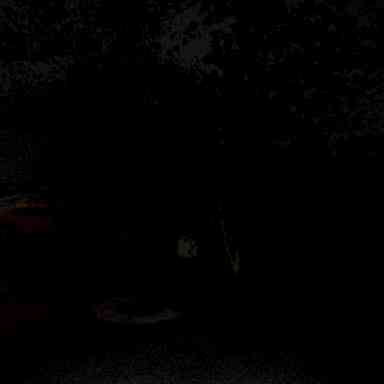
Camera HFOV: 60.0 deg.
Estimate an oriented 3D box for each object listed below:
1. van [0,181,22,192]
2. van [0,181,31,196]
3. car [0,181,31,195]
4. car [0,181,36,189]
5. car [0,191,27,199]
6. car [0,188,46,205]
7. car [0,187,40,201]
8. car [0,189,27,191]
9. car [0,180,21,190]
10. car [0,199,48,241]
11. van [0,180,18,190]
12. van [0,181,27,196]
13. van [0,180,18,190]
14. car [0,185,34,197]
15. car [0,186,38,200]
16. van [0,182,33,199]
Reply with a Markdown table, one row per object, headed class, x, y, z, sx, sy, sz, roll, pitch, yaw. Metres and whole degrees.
| class | x | y | z | sx | sy | sz | roll | pitch | yaw |
| --- | --- | --- | --- | --- | --- | --- | --- | --- | --- |
| van | -34.897 | -1.119 | 63.080 | 4.442 | 1.987 | 1.878 | 1 | 1 | -30 |
| van | -25.019 | -0.436 | 46.261 | 4.442 | 1.987 | 1.878 | 1 | 1 | -30 |
| car | -27.947 | -0.658 | 50.961 | 5.566 | 2.045 | 2.435 | 1 | 1 | -30 |
| car | -15.286 | 0.301 | 29.514 | 5.566 | 2.045 | 2.435 | 1 | 2 | -30 |
| car | -8.345 | 1.026 | 17.695 | 4.553 | 1.767 | 2.185 | 1 | 2 | -30 |
| car | -16.746 | 0.460 | 31.880 | 4.792 | 1.488 | 2.163 | 1 | 2 | -30 |
| car | -19.562 | 0.221 | 36.789 | 4.792 | 1.488 | 2.163 | 1 | 2 | -30 |
| car | -12.677 | 0.788 | 24.641 | 5.366 | 1.575 | 1.946 | 1 | 2 | -30 |
| car | -39.227 | -1.438 | 70.167 | 5.566 | 2.045 | 2.435 | 1 | 1 | -30 |
| car | -6.979 | 1.272 | 15.292 | 5.008 | 1.535 | 2.097 | 1 | 2 | -30 |
| van | -41.844 | -1.600 | 74.908 | 4.442 | 1.987 | 1.878 | 1 | 1 | -30 |
| van | -26.622 | -0.537 | 48.530 | 4.442 | 1.987 | 1.878 | 1 | 1 | -30 |
| van | -40.505 | -1.507 | 72.629 | 4.442 | 1.987 | 1.878 | 1 | 1 | -30 |
| car | -23.720 | -0.115 | 43.823 | 5.008 | 1.535 | 2.097 | 1 | 1 | -30 |
| car | -20.898 | 0.117 | 39.064 | 4.792 | 1.488 | 2.163 | 1 | 2 | -30 |
| van | -22.401 | -0.242 | 41.359 | 4.442 | 1.987 | 1.878 | 1 | 2 | -31 |
